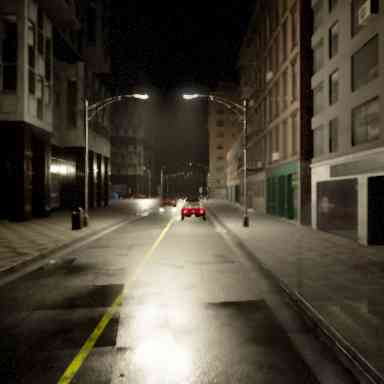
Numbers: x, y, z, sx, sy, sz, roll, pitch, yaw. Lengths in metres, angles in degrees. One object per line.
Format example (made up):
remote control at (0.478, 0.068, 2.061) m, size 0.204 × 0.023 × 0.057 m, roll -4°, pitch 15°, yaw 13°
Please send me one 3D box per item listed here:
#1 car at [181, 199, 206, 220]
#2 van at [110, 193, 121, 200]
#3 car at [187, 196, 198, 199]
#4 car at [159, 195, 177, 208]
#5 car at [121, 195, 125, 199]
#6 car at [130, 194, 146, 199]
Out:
car at (0.096, 1.484, 26.842) m, size 1.895 × 1.301 × 4.718 m, roll 0°, pitch 0°, yaw 0°
van at (-20.132, 1.074, 80.976) m, size 3.998 × 1.788 × 1.690 m, roll 0°, pitch 0°, yaw 0°
car at (0.093, 1.288, 44.397) m, size 1.882 × 1.535 × 5.008 m, roll 0°, pitch 0°, yaw 0°
car at (-3.092, 1.164, 43.907) m, size 2.097 × 1.767 × 4.553 m, roll 0°, pitch 0°, yaw 0°
car at (-20.132, 1.336, 89.501) m, size 4.313 × 1.339 × 1.947 m, roll 0°, pitch 0°, yaw 0°
car at (-14.483, 1.313, 89.496) m, size 4.206 × 1.307 × 1.802 m, roll 0°, pitch 0°, yaw 0°
